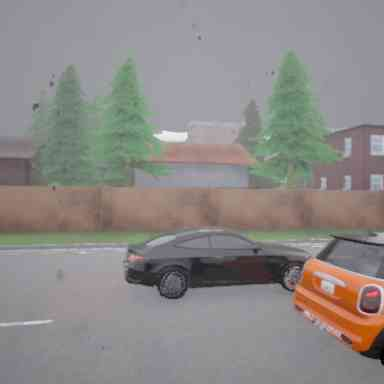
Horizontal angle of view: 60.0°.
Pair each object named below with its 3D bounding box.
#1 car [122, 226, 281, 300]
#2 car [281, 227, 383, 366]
[{"bbox_3d":[0.675,1.585,8.169,4.674,1.442,1.812,0,0,-12],"label":"car"},{"bbox_3d":[4.058,1.424,5.308,4.553,1.767,2.097,1,0,-12],"label":"car"}]
